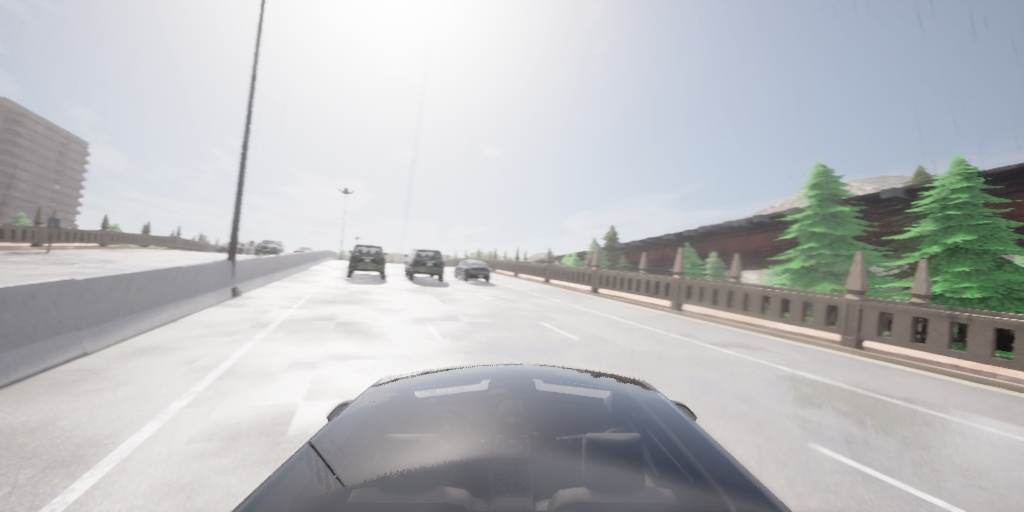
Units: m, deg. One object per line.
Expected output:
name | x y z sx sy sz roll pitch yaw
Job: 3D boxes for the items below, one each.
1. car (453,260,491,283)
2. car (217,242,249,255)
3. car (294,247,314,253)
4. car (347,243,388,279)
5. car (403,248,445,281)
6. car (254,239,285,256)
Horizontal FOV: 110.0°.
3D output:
car | -2.951 1.032 26.009 1.837 1.490 4.892 4 0 -22
car | -31.356 -0.893 40.484 1.994 1.385 4.181 4 -2 -22
car | -24.928 -0.392 43.220 1.812 1.442 4.674 4 -2 -22
car | -9.179 0.264 22.832 2.150 2.045 5.566 4 0 -22
car | -5.973 0.513 24.217 2.150 2.045 5.566 4 0 -22
car | -28.144 -0.879 41.913 2.150 2.045 5.566 5 -2 -22
